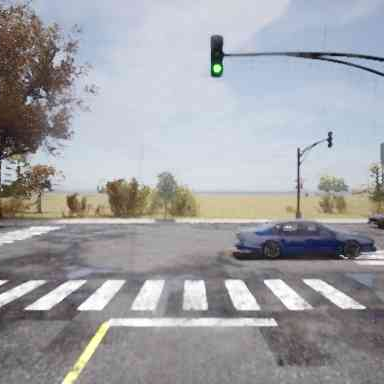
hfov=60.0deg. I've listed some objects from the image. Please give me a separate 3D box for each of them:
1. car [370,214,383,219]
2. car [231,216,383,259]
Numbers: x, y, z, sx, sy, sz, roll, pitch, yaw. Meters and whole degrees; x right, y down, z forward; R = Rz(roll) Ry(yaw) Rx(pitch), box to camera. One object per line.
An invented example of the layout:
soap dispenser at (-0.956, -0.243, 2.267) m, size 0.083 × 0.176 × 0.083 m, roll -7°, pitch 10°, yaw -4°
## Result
car at (15.175, 1.794, 23.080) m, size 5.357 × 1.411 × 2.033 m, roll 0°, pitch 0°, yaw 1°
car at (4.308, 1.802, 13.272) m, size 5.357 × 1.411 × 2.033 m, roll 0°, pitch 0°, yaw 0°
